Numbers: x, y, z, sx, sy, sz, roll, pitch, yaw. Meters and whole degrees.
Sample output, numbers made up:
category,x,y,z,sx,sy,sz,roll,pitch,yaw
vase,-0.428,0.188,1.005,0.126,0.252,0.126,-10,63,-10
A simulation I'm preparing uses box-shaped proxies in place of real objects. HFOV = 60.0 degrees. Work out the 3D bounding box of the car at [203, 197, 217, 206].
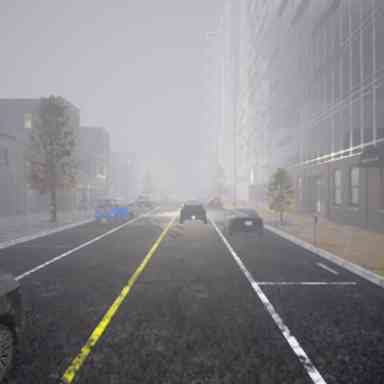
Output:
category,x,y,z,sx,sy,sz,roll,pitch,yaw
car,2.697,1.428,51.818,1.947,1.339,4.313,1,0,0

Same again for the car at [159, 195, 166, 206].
category,x,y,z,sx,sy,sz,roll,pitch,yaw
car,-5.683,1.413,51.873,2.008,1.369,4.403,1,0,0

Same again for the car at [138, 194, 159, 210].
category,x,y,z,sx,sy,sz,roll,pitch,yaw
car,-5.678,1.207,40.585,2.192,1.841,5.009,1,0,0

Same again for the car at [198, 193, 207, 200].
category,x,y,z,sx,sy,sz,roll,pitch,yaw
car,2.705,1.093,85.682,2.192,1.841,5.009,1,0,0

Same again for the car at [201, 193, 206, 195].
category,x,y,z,sx,sy,sz,roll,pitch,yaw
car,2.701,1.192,46.174,2.192,1.841,5.009,1,0,0

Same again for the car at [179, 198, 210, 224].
category,x,y,z,sx,sy,sz,roll,pitch,yaw
car,0.097,1.437,24.397,1.837,1.490,4.892,0,0,0

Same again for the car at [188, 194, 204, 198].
category,x,y,z,sx,sy,sz,roll,pitch,yaw
car,0.095,1.373,44.661,2.128,1.511,4.902,0,0,0

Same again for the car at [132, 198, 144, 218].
category,x,y,z,sx,sy,sz,roll,pitch,yaw
car,-5.681,1.504,29.298,1.802,1.307,4.206,1,0,0

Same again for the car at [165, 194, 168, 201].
category,x,y,z,sx,sy,sz,roll,pitch,yaw
car,-5.684,1.393,57.517,1.887,1.381,4.507,1,0,0

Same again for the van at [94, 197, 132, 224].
category,x,y,z,sx,sy,sz,roll,pitch,yaw
van,-5.677,1.278,23.653,1.690,1.788,3.998,1,0,0

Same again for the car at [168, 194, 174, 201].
category,x,y,z,sx,sy,sz,roll,pitch,yaw
car,-5.684,1.246,74.449,1.967,1.590,4.097,1,0,0

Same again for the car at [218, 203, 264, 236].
category,x,y,z,sx,sy,sz,roll,pitch,yaw
car,2.700,1.517,17.954,1.947,1.339,4.313,1,0,0

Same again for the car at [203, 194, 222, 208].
category,x,y,z,sx,sy,sz,roll,pitch,yaw
car,2.700,1.332,40.530,1.967,1.590,4.097,1,0,0

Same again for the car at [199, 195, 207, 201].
category,x,y,z,sx,sy,sz,roll,pitch,yaw
car,2.697,1.374,80.039,1.802,1.307,4.206,1,0,0

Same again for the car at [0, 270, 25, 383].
category,x,y,z,sx,sy,sz,roll,pitch,yaw
car,-3.099,1.485,2.378,2.128,1.511,4.902,0,0,0
